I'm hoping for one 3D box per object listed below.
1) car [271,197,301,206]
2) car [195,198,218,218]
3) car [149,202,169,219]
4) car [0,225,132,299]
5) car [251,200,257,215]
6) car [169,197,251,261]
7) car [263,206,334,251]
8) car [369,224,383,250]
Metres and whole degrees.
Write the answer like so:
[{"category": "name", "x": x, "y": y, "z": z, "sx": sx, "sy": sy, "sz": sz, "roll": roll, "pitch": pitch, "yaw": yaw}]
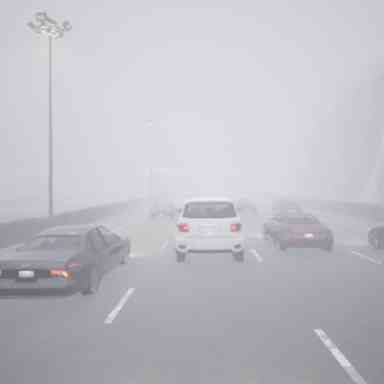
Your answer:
[{"category": "car", "x": 8.257, "y": 1.243, "z": 29.386, "sx": 1.837, "sy": 1.490, "sz": 4.892, "roll": -1, "pitch": 1, "yaw": 2}, {"category": "car", "x": 1.262, "y": 1.336, "z": 29.657, "sx": 1.837, "sy": 1.490, "sz": 4.892, "roll": -1, "pitch": 1, "yaw": 2}, {"category": "car", "x": -2.300, "y": 1.498, "z": 27.981, "sx": 1.895, "sy": 1.301, "sz": 4.718, "roll": -1, "pitch": 1, "yaw": 2}, {"category": "car", "x": -3.016, "y": 1.577, "z": 8.760, "sx": 2.033, "sy": 1.411, "sz": 5.357, "roll": -1, "pitch": 0, "yaw": 2}, {"category": "car", "x": 4.795, "y": 1.301, "z": 30.445, "sx": 1.812, "sy": 1.442, "sz": 4.674, "roll": -1, "pitch": 1, "yaw": 2}, {"category": "car", "x": 0.613, "y": 1.189, "z": 12.274, "sx": 2.150, "sy": 2.045, "sz": 5.566, "roll": -1, "pitch": 0, "yaw": 2}, {"category": "car", "x": 4.170, "y": 1.477, "z": 13.644, "sx": 1.994, "sy": 1.385, "sz": 4.181, "roll": -1, "pitch": 0, "yaw": 2}, {"category": "car", "x": 7.563, "y": 1.406, "z": 10.713, "sx": 1.812, "sy": 1.442, "sz": 4.674, "roll": -1, "pitch": 0, "yaw": 2}]
